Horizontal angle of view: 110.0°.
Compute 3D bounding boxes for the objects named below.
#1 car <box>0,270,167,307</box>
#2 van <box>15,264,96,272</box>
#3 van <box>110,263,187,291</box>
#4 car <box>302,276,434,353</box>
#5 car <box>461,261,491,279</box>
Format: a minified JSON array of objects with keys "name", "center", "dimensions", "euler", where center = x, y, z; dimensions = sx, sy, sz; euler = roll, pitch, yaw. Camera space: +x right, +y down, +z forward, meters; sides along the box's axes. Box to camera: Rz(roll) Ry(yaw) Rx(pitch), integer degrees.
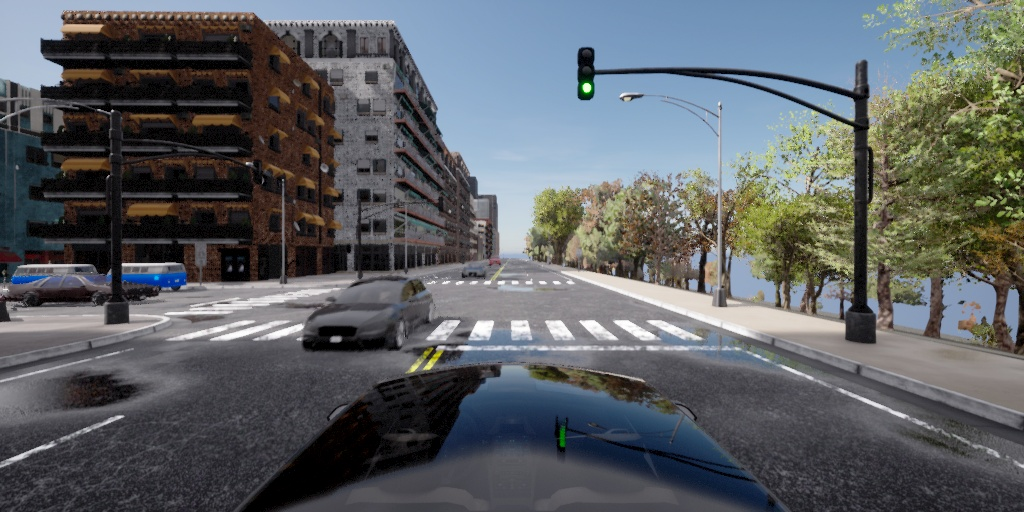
[{"name":"car","center":[-19.743,1.536,16.571],"dimensions":[5.357,1.411,2.033],"euler":[-1,0,-1]},{"name":"van","center":[-28.320,1.417,22.248],"dimensions":[3.998,1.789,1.690],"euler":[0,0,-1]},{"name":"van","center":[-22.718,1.343,22.325],"dimensions":[3.998,1.789,1.690],"euler":[0,0,-1]},{"name":"car","center":[-3.255,1.302,9.062],"dimensions":[1.837,1.490,4.892],"euler":[0,0,0]},{"name":"car","center":[-3.250,1.357,31.680],"dimensions":[1.994,1.385,4.181],"euler":[0,1,0]}]
